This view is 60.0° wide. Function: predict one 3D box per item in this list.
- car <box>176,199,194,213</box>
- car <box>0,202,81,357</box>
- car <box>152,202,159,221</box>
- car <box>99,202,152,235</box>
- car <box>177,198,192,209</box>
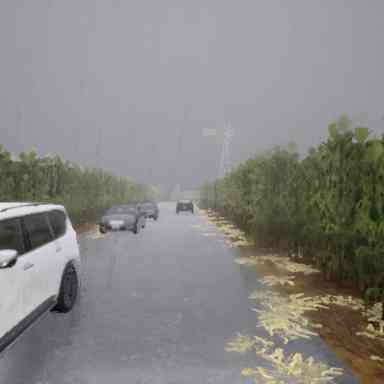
[{"bbox_3d":[-0.797,1.562,38.104,1.882,1.535,5.008,0,0,-1],"label":"car"},{"bbox_3d":[-3.272,1.216,4.613,2.150,2.045,5.566,0,0,-2],"label":"car"},{"bbox_3d":[-3.702,1.523,26.698,1.994,1.385,4.181,0,-1,-1],"label":"car"},{"bbox_3d":[-3.588,1.358,17.874,2.128,1.511,4.902,0,0,-1],"label":"car"},{"bbox_3d":[-1.065,1.670,48.485,1.994,1.385,4.181,0,0,-1],"label":"car"}]
